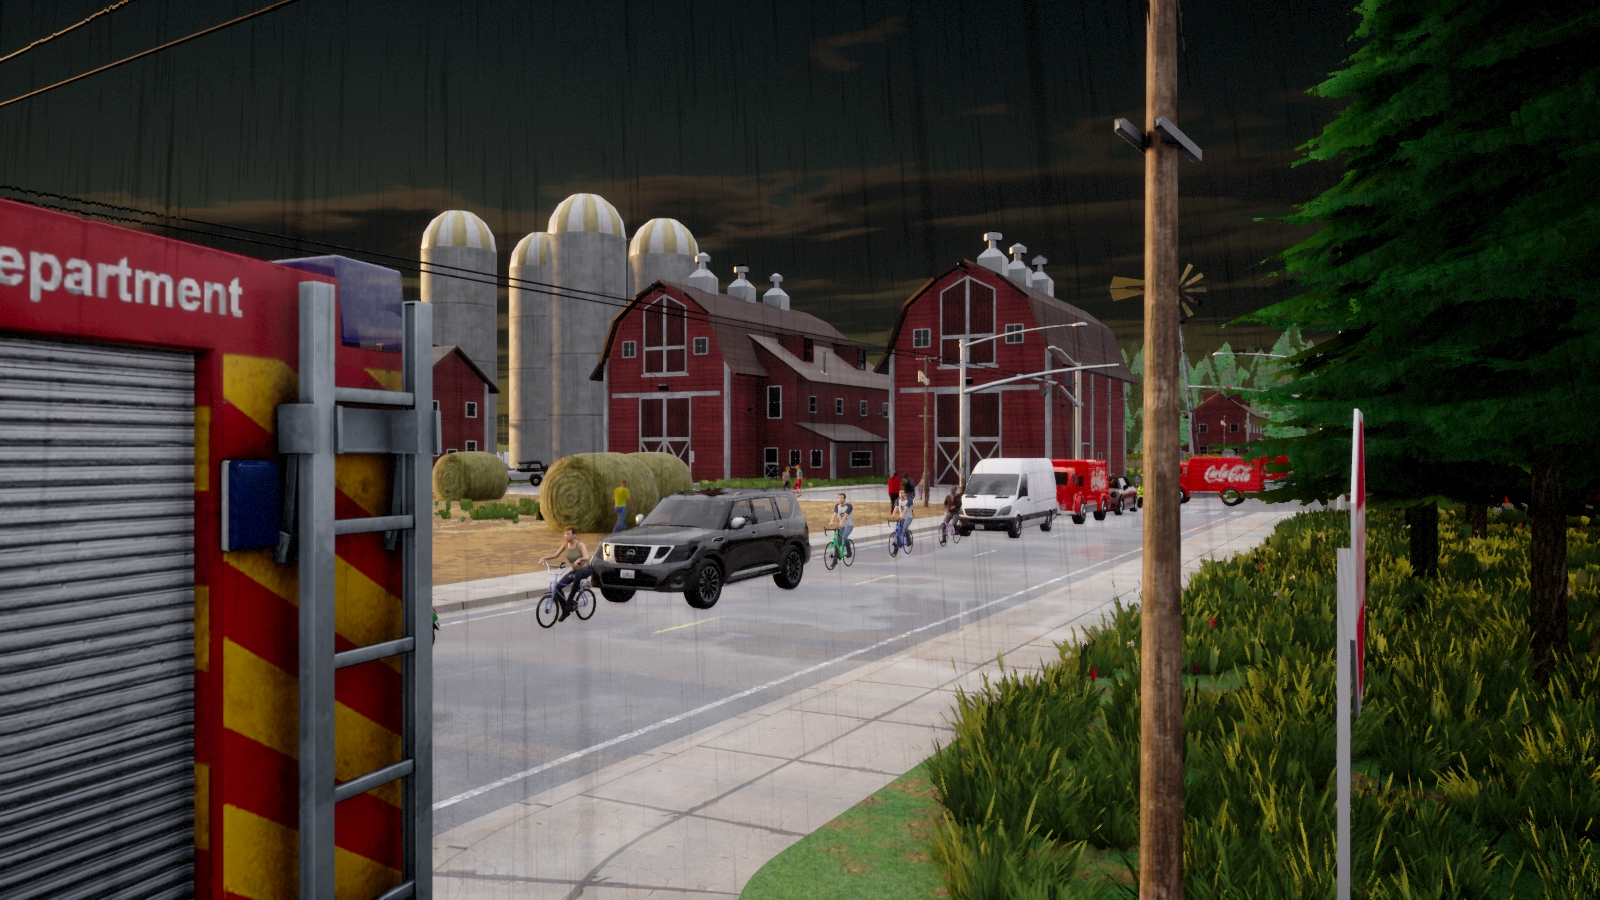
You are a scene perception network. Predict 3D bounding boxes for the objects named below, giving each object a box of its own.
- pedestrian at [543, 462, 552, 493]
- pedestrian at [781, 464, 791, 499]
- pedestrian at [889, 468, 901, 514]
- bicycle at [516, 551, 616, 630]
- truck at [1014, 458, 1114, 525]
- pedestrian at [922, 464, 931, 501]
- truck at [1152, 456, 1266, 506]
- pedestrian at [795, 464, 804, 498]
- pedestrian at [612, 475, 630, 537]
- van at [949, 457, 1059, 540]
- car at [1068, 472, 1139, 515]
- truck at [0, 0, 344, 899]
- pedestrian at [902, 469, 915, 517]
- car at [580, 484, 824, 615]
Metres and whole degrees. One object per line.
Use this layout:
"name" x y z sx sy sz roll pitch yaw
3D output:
"pedestrian" -15.489 1.669 70.099 0.375 1.860 0.375 0 0 28
"pedestrian" -0.759 1.668 60.791 0.375 1.860 0.375 0 0 43
"pedestrian" 3.899 1.678 46.939 0.375 1.860 0.375 0 0 21
"bicycle" -3.784 2.256 18.575 0.859 1.080 1.487 0 0 28
"truck" 10.553 1.568 45.371 2.627 2.467 5.204 0 0 28
"pedestrian" 6.523 1.671 58.895 0.375 1.860 0.375 0 0 25
"truck" 20.997 1.554 58.690 5.204 2.467 2.627 0 0 27
"pedestrian" -0.040 1.670 62.271 0.375 1.860 0.375 0 0 29
"pedestrian" -5.406 1.681 34.453 0.375 1.860 0.375 0 0 34
"van" 7.063 1.534 38.944 1.988 2.561 5.915 0 0 28
"car" 13.653 1.903 51.218 2.097 1.767 4.553 0 0 28
"truck" -5.968 0.867 3.804 8.468 3.827 2.891 0 0 20
"pedestrian" 4.239 1.688 44.674 0.375 1.860 0.375 0 0 37
"car" -1.716 1.779 22.423 2.150 2.045 5.566 0 0 27
